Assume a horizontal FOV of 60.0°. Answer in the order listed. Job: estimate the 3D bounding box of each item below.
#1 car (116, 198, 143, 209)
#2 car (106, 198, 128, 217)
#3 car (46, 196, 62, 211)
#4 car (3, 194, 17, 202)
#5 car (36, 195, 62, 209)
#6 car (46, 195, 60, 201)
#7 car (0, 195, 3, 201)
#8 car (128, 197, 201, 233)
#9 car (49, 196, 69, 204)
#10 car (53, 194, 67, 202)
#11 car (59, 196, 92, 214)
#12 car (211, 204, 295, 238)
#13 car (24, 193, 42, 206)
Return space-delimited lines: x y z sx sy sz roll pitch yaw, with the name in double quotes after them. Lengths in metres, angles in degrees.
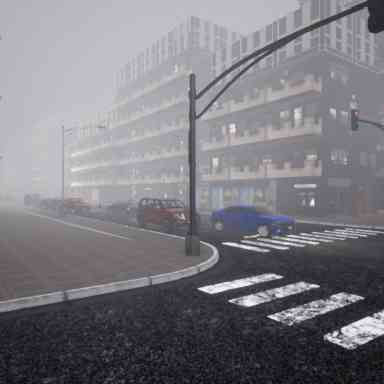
-8.061 1.465 42.947 1.802 1.307 4.206 0 0 -36 "car"
-6.067 1.516 30.322 1.895 1.301 4.718 0 0 -36 "car"
-14.848 1.451 38.030 1.947 1.339 4.313 0 0 -36 "car"
-38.107 1.412 70.144 1.802 1.307 4.206 0 0 -36 "car"
-18.171 1.436 42.619 1.947 1.339 4.313 0 0 -36 "car"
-31.318 1.379 75.058 2.008 1.369 4.403 0 0 -36 "car"
-41.430 1.269 74.730 1.967 1.590 4.097 0 0 -36 "car"
-1.556 1.264 19.679 2.192 1.841 5.009 0 0 -36 "car"
-24.517 1.383 61.265 2.033 1.411 5.357 0 0 -37 "car"
-27.996 1.269 70.472 1.967 1.590 4.097 0 0 -36 "car"
-11.524 1.444 33.442 1.887 1.381 4.507 0 0 -36 "car"
3.155 1.441 17.948 1.882 1.535 5.008 0 0 -39 "car"
-24.815 1.162 51.793 2.192 1.841 5.009 0 0 -36 "car"
